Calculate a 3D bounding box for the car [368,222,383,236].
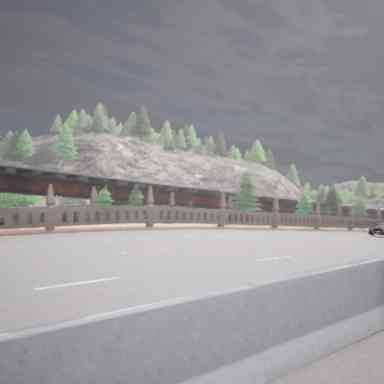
[{"bbox_3d":[17.376,3.316,29.289,4.181,1.385,1.994,6,-3,-35],"label":"car"}]
